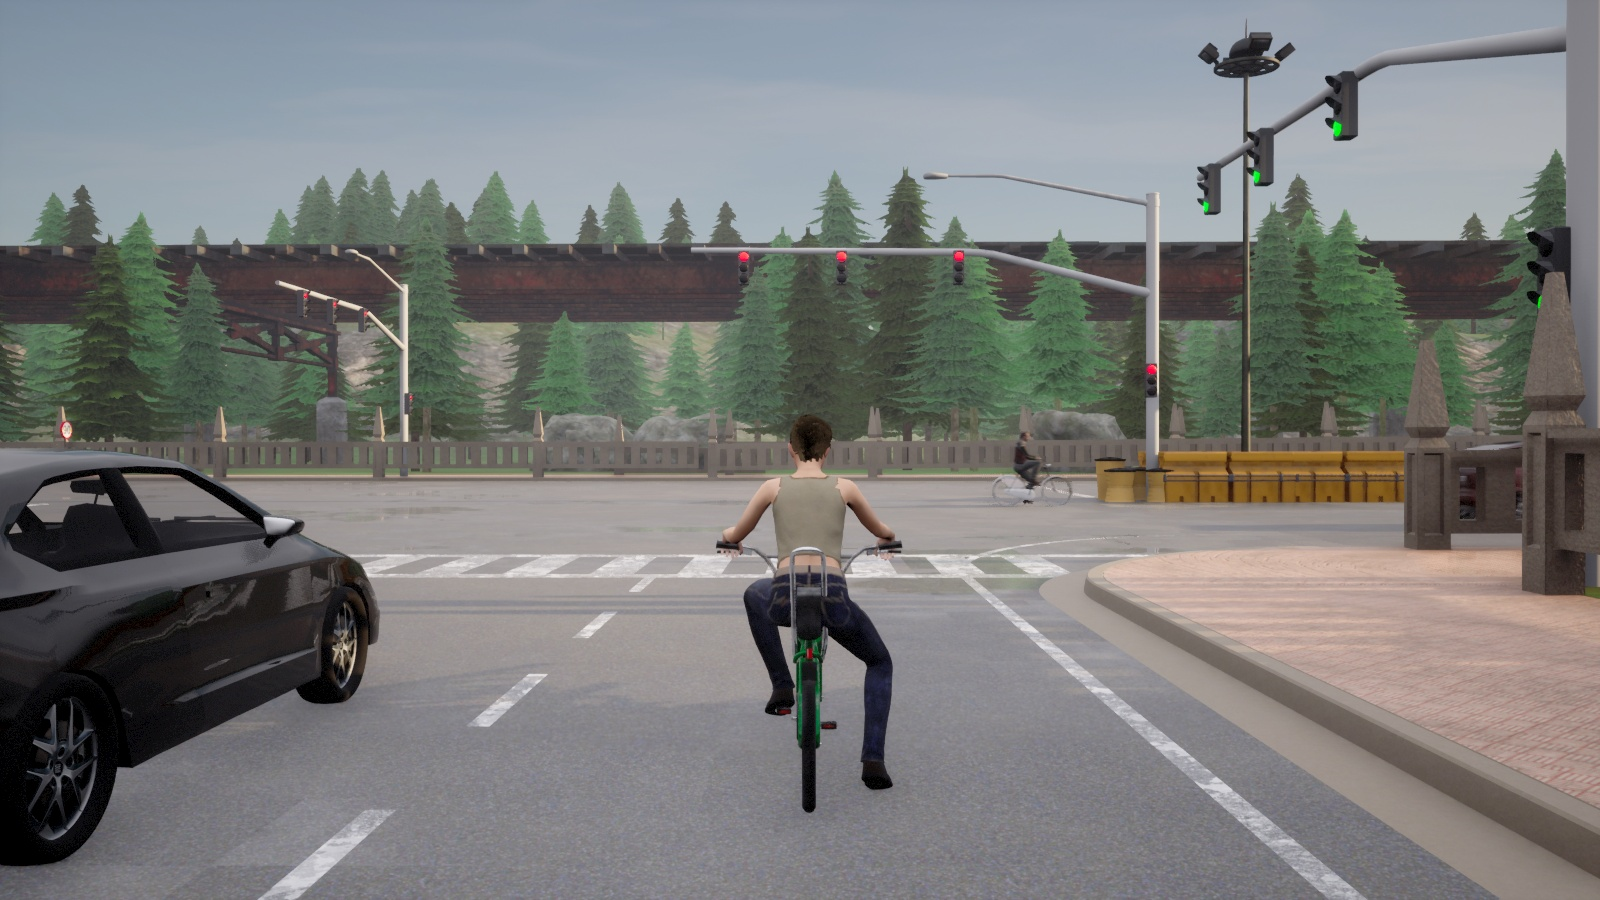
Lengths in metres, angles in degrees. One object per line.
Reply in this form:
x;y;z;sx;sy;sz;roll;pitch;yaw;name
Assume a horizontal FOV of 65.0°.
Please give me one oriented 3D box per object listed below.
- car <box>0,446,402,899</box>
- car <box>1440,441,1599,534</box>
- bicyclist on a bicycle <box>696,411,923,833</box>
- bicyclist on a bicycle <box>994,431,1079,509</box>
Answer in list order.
-3.453;0.724;5.914;1.816;1.474;4.193;0;0;0;car
13.508;0.615;21.975;3.705;1.549;1.789;0;0;1;car
0.040;0.652;5.554;0.866;1.612;1.509;0;0;0;bicyclist on a bicycle
5.462;0.457;29.056;1.843;1.776;0.659;0;0;1;bicyclist on a bicycle
